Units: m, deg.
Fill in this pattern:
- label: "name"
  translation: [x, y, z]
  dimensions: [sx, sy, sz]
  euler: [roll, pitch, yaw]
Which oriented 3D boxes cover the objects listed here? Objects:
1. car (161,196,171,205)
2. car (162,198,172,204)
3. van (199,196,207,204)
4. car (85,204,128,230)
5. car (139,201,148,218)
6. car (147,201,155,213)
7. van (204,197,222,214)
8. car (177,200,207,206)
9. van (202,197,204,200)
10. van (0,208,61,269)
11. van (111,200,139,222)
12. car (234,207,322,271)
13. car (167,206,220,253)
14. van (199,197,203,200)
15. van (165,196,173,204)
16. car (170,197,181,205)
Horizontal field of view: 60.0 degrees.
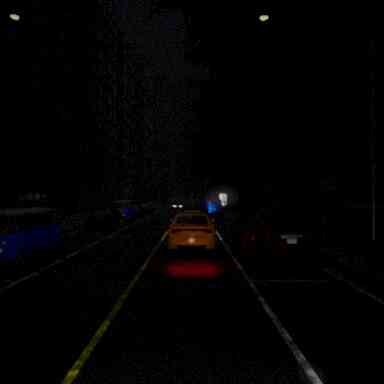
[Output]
- label: "car"
  translation: [-5.898, 2.161, 73.463]
  dimensions: [1.947, 1.339, 4.313]
  euler: [0, 0, 0]
- label: "car"
  translation: [-5.901, 2.177, 79.122]
  dimensions: [1.887, 1.381, 4.507]
  euler: [0, 0, 0]
- label: "van"
  translation: [2.625, 1.974, 79.138]
  dimensions: [1.690, 1.788, 3.998]
  euler: [0, 0, 0]
- label: "car"
  translation: [-5.869, 1.747, 22.519]
  dimensions: [1.887, 1.381, 4.507]
  euler: [0, 0, 0]
- label: "car"
  translation: [-5.875, 1.879, 33.840]
  dimensions: [1.802, 1.307, 4.206]
  euler: [0, 0, 0]
- label: "car"
  translation: [-5.879, 1.925, 39.500]
  dimensions: [1.802, 1.307, 4.206]
  euler: [0, 0, 0]
- label: "van"
  translation: [2.647, 1.684, 39.535]
  dimensions: [1.690, 1.788, 3.998]
  euler: [0, 0, 0]
- label: "car"
  translation: [-0.012, 1.752, 29.290]
  dimensions: [2.128, 1.511, 4.902]
  euler: [0, 0, 0]
- label: "van"
  translation: [2.644, 1.729, 45.193]
  dimensions: [1.690, 1.788, 3.998]
  euler: [0, 0, 0]
- label: "van"
  translation: [-5.862, 1.444, 11.201]
  dimensions: [1.690, 1.788, 3.998]
  euler: [0, -1, 0]
- label: "van"
  translation: [-5.872, 1.591, 28.182]
  dimensions: [1.690, 1.788, 3.998]
  euler: [0, 0, 0]
- label: "car"
  translation: [2.663, 1.418, 11.246]
  dimensions: [2.192, 1.841, 5.009]
  euler: [0, -1, 0]
- label: "car"
  translation: [-0.001, 1.610, 14.480]
  dimensions: [1.882, 1.535, 5.008]
  euler: [0, 0, 0]
- label: "van"
  translation: [2.628, 1.936, 73.481]
  dimensions: [1.690, 1.788, 3.998]
  euler: [0, 0, 0]
- label: "van"
  translation: [-5.904, 2.011, 84.784]
  dimensions: [1.690, 1.788, 3.998]
  euler: [0, 0, 0]
- label: "car"
  translation: [-3.042, 2.119, 71.758]
  dimensions: [2.033, 1.411, 5.357]
  euler: [0, 0, 0]
